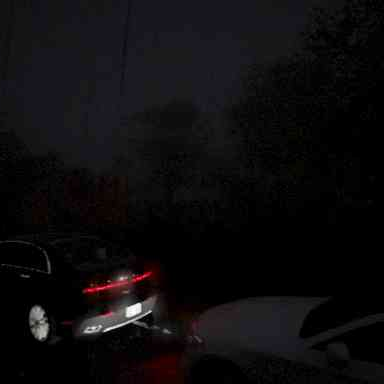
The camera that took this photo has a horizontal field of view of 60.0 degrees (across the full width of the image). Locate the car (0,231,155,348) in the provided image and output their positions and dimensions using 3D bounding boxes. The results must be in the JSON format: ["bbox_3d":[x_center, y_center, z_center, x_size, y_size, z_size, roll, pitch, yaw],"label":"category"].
[{"bbox_3d":[-2.858,1.526,6.377,4.892,1.490,1.837,0,0,35],"label":"car"}]

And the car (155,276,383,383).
[{"bbox_3d":[2.060,1.538,2.889,4.674,1.442,1.812,0,0,36],"label":"car"}]
